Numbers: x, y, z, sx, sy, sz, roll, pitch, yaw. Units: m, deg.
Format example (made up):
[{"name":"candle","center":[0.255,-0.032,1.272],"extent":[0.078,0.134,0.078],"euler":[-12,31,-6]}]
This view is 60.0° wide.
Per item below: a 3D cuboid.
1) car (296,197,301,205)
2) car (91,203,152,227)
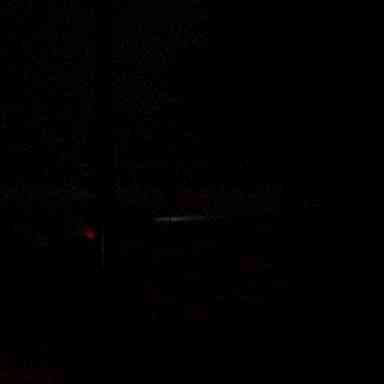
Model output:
[{"name":"car","center":[18.195,1.387,60.404],"extent":[2.150,2.045,5.566],"euler":[2,1,30]},{"name":"car","center":[-4.909,1.575,23.948],"extent":[2.128,1.511,4.902],"euler":[2,2,35]}]
